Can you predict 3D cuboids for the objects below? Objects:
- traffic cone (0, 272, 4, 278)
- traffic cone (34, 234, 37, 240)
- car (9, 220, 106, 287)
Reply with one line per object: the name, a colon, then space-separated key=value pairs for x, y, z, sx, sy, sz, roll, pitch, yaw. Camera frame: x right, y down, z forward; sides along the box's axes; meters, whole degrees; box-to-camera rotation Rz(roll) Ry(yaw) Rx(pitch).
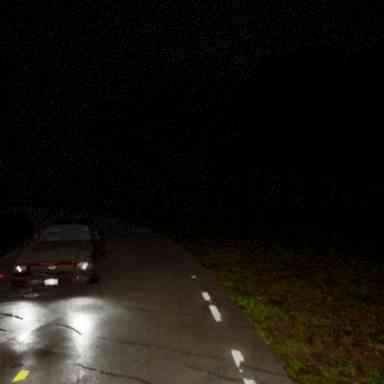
traffic cone: x=-5.266 y=1.984 z=8.912 sx=0.340 sy=0.580 sz=0.340 roll=0 pitch=0 yaw=-11
traffic cone: x=-6.361 y=1.995 z=13.565 sx=0.340 sy=0.580 sz=0.340 roll=0 pitch=0 yaw=-16
car: x=-3.559 y=1.571 z=9.820 sx=2.033 sy=1.411 sz=5.357 roll=0 pitch=0 yaw=-11
